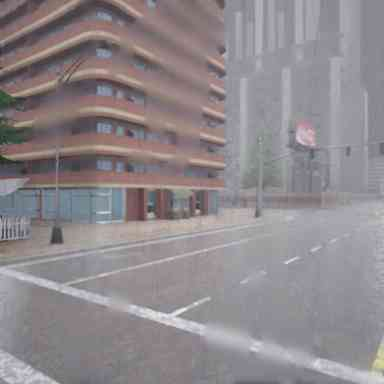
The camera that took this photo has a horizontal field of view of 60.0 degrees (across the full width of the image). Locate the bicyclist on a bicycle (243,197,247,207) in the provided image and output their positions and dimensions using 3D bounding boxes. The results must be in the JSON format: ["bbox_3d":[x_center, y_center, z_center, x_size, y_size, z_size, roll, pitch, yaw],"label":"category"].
[{"bbox_3d":[9.199,1.741,57.857,0.582,1.620,1.656,0,0,36],"label":"bicyclist on a bicycle"}]
